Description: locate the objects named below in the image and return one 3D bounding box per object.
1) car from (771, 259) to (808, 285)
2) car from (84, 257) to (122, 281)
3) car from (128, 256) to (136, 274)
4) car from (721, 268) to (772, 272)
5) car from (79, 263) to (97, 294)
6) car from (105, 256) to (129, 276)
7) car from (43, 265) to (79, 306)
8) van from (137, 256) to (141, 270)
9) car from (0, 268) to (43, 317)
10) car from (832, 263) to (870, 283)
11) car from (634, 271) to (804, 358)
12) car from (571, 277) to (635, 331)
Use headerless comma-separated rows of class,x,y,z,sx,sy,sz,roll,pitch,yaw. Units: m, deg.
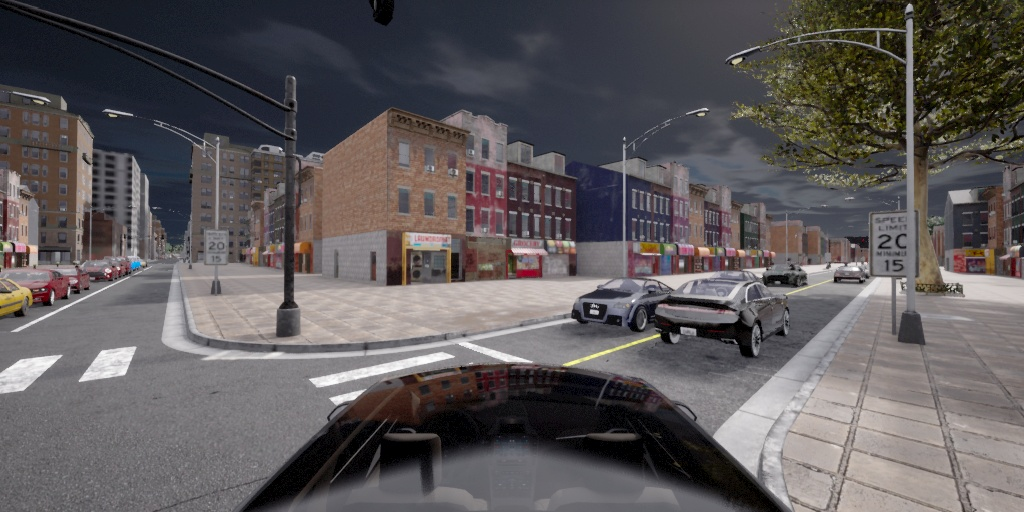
car,20.278,1.304,26.636,4.553,1.767,2.097,1,-1,-42
car,-30.620,1.046,26.425,1.967,1.591,4.097,0,0,-43
car,-38.288,0.903,34.603,2.192,1.841,5.009,0,0,-43
car,11.193,1.418,18.166,5.357,1.411,2.033,1,-1,-43
car,-22.951,1.211,18.248,1.802,1.307,4.207,0,0,-43
car,-34.454,1.037,30.514,1.967,1.591,4.097,0,0,-43
car,-19.117,1.189,14.159,1.888,1.381,4.507,0,0,-43
van,-45.957,0.914,42.780,1.690,1.789,3.998,0,0,-43
car,-15.167,1.184,9.947,1.751,1.417,4.829,0,0,-43
car,29.308,1.551,31.117,5.357,1.411,2.033,1,-1,-43
car,5.234,1.283,8.695,4.902,1.511,2.128,1,-1,-43
car,3.709,1.368,11.170,4.181,1.385,1.994,1,-1,-43
